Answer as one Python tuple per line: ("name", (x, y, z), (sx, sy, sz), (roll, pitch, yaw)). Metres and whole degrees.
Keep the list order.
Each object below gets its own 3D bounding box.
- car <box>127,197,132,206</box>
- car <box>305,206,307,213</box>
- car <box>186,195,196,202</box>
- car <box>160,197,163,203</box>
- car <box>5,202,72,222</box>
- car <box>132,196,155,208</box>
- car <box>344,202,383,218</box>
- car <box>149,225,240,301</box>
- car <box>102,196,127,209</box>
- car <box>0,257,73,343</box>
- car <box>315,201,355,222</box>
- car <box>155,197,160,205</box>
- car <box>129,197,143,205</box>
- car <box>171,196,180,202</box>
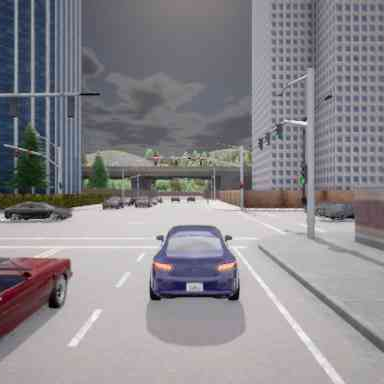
("car", (-10.721, 1.546, 54.287), (2.128, 1.511, 4.902), (0, 0, 0))
("car", (13.549, 1.597, 33.451), (4.181, 1.385, 1.994), (0, 0, 0))
("car", (-0.181, 1.551, 74.507), (1.837, 1.490, 4.892), (0, 0, 0))
("car", (-7.166, 1.632, 68.846), (1.994, 1.385, 4.181), (0, 0, 0))
("car", (-11.897, 1.533, 25.928), (4.892, 1.490, 1.837), (-1, 0, -1))
("car", (-7.215, 1.402, 49.816), (2.097, 1.767, 4.553), (0, 0, 0))
("car", (16.216, 1.593, 29.944), (4.181, 1.385, 1.994), (0, 0, 0))
("car", (0.058, 1.534, 8.231), (1.812, 1.442, 4.674), (0, 0, 0))
("car", (-10.708, 1.397, 45.327), (2.097, 1.767, 4.553), (0, 0, 0))
("car", (-3.451, 1.606, 4.962), (1.895, 1.301, 4.718), (0, 0, 0))
("car", (12.803, 1.573, 26.261), (5.357, 1.411, 2.033), (0, 0, 0))
("car", (-7.220, 1.659, 58.798), (1.895, 1.301, 4.718), (0, 0, 0))
("car", (-10.703, 1.664, 63.510), (1.895, 1.301, 4.718), (0, 0, 0))
("car", (-3.681, 1.575, 74.499), (1.812, 1.442, 4.674), (0, 0, 0))
